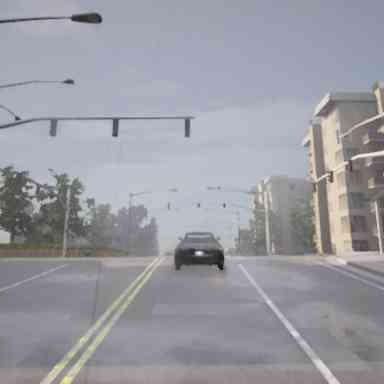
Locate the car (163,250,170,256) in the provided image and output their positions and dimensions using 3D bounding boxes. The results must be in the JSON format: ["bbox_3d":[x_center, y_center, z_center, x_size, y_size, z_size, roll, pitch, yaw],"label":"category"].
[{"bbox_3d":[-2.745,8.503,44.849,1.994,1.385,4.181,0,-12,1],"label":"car"}]

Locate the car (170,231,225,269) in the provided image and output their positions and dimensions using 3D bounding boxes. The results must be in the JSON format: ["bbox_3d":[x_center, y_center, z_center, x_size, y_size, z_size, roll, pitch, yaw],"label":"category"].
[{"bbox_3d":[0.317,2.382,14.258,1.994,1.385,4.181,0,-4,1],"label":"car"}]
